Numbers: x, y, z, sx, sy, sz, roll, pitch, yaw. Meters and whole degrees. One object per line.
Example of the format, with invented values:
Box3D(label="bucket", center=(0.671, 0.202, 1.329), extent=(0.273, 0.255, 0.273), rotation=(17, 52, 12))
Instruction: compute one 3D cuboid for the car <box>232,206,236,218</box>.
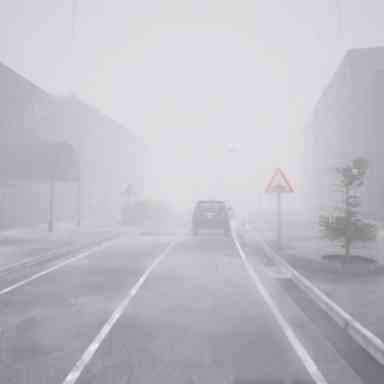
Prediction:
Box3D(label="car", center=(4.094, 2.246, 39.095), extent=(2.128, 1.511, 4.902), rotation=(-1, -1, 11))

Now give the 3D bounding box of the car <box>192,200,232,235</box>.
Box3D(label="car", center=(1.269, 1.529, 20.887), extent=(2.150, 2.045, 5.566), rotation=(0, -2, 6))
